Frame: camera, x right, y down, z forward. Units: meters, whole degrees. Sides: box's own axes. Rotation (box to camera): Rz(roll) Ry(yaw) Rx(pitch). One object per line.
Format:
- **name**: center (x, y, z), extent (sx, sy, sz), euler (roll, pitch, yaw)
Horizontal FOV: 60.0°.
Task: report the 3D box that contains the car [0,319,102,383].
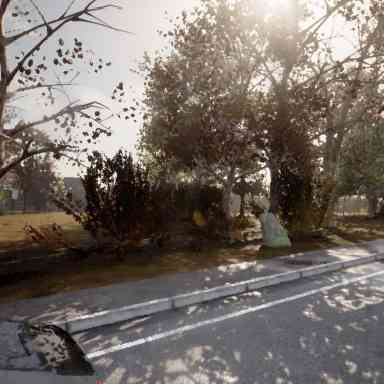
- **car**: center (-2.618, 1.562, 1.816), extent (4.181, 1.385, 1.994), euler (0, 0, -35)
